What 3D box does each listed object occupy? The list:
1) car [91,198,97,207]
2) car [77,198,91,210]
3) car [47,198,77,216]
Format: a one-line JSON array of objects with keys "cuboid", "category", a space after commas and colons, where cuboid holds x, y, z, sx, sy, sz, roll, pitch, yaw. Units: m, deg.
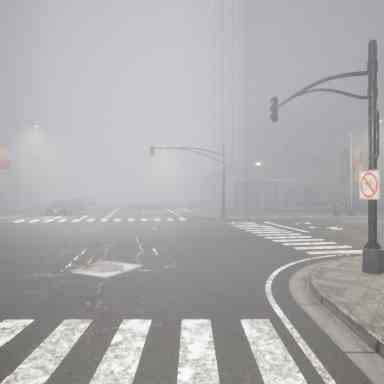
[{"cuboid": [-16.375, 1.600, 53.139, 1.994, 1.385, 4.181, 0, 0, -9], "category": "car"}, {"cuboid": [-14.783, 1.503, 43.294, 1.882, 1.535, 5.008, 0, 0, -9], "category": "car"}, {"cuboid": [-13.196, 1.542, 33.462, 1.812, 1.442, 4.674, 0, 0, -10], "category": "car"}]
